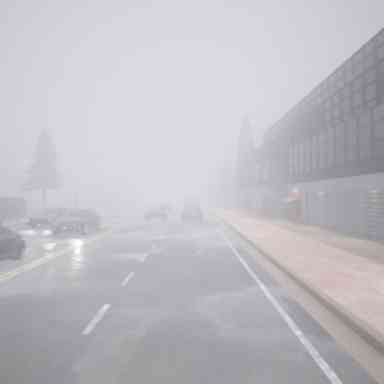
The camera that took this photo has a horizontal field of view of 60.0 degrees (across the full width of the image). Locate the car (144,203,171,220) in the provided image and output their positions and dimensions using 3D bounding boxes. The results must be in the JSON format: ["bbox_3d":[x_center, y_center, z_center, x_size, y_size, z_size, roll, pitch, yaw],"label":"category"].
[{"bbox_3d":[-3.397,2.031,32.450,1.895,1.301,4.718,0,-1,0],"label":"car"}]

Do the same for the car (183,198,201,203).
[{"bbox_3d":[0.043,1.812,44.631,2.150,2.045,5.566,0,-1,0],"label":"car"}]

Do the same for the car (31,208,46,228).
[{"bbox_3d":[-10.498,1.885,25.427,2.033,1.411,5.357,0,-1,0],"label":"car"}]

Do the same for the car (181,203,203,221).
[{"bbox_3d":[0.012,1.982,31.494,1.994,1.385,4.181,0,-1,0],"label":"car"}]

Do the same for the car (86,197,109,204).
[{"bbox_3d":[-24.958,2.321,88.319,4.605,1.855,1.932,0,-1,0],"label":"car"}]

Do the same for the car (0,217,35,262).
[{"bbox_3d":[-7.069,1.704,10.473,1.994,1.385,4.181,0,-1,1],"label":"car"}]

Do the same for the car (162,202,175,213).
[{"bbox_3d":[-3.448,2.085,45.865,1.882,1.535,5.008,0,0,0],"label":"car"}]

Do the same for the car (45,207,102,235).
[{"bbox_3d":[-7.011,1.780,20.702,1.837,1.490,4.892,0,-1,0],"label":"car"}]
